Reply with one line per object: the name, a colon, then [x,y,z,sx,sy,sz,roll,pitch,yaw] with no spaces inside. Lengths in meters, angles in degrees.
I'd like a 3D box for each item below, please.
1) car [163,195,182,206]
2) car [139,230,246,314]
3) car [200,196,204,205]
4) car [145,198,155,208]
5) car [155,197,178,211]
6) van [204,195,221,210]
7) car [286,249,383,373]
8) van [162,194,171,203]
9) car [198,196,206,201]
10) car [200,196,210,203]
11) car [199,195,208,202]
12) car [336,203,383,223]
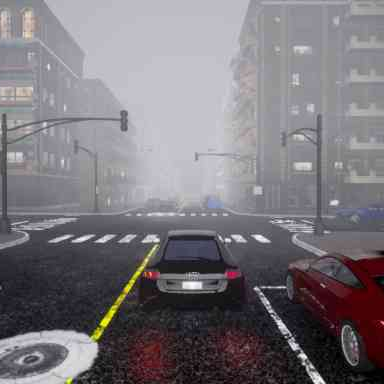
car: [-3.084,1.613,53.872,2.033,1.411,5.357,0,0,0]
car: [0.003,1.564,7.691,1.994,1.385,4.181,0,0,0]
car: [2.729,1.368,48.752,2.192,1.841,5.009,-1,0,0]
car: [-5.834,1.635,48.803,1.802,1.307,4.206,-1,0,0]
car: [-3.093,1.638,40.920,1.895,1.301,4.718,0,0,0]
van: [2.818,1.382,43.255,1.690,1.788,3.998,-1,0,0]
car: [2.793,1.582,5.353,1.802,1.307,4.206,0,0,0]
van: [-5.833,1.479,76.418,1.690,1.788,3.998,-1,0,0]
car: [2.768,1.769,92.923,1.947,1.339,4.313,-1,0,0]
car: [2.693,1.663,70.835,1.887,1.381,4.507,-1,0,0]
car: [2.742,1.598,81.878,1.967,1.590,4.097,-1,0,0]
car: [14.039,1.636,26.265,5.008,1.535,1.882,1,0,0]
